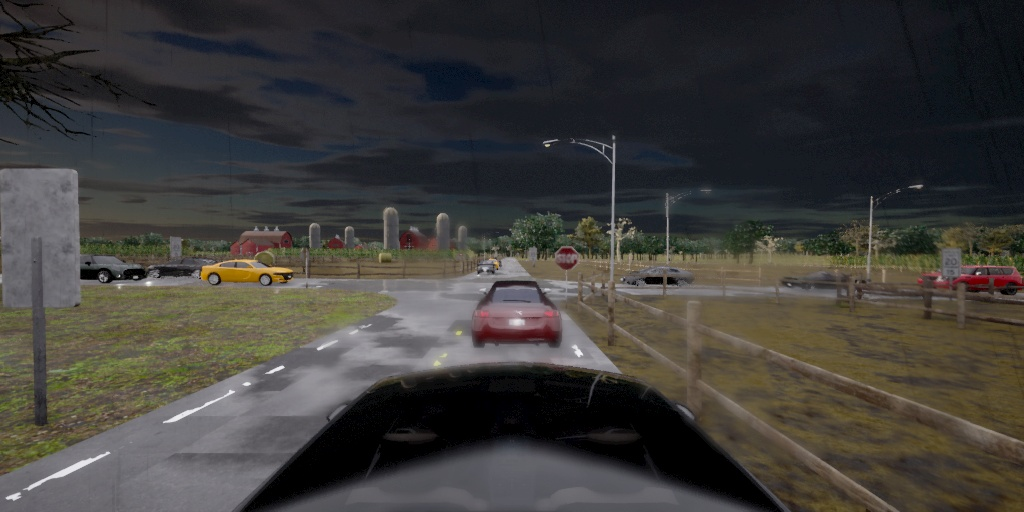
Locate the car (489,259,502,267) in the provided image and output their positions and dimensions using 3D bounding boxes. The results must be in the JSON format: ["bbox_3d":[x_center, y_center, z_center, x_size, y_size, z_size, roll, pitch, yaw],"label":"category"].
[{"bbox_3d":[-2.815,1.240,63.117,1.994,1.385,4.181,0,0,1],"label":"car"}]

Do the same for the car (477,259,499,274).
[{"bbox_3d":[-2.814,1.210,39.880,2.128,1.511,4.902,0,0,-1],"label":"car"}]

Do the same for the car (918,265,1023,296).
[{"bbox_3d":[32.563,1.665,25.511,5.566,2.045,2.150,1,1,0],"label":"car"}]

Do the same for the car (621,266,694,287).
[{"bbox_3d":[10.244,1.435,25.390,4.902,1.511,2.128,1,1,0],"label":"car"}]

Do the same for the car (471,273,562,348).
[{"bbox_3d":[0.098,1.311,9.250,1.994,1.385,4.181,0,0,0],"label":"car"}]

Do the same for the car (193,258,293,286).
[{"bbox_3d":[-16.329,0.979,22.283,5.008,1.535,1.882,1,1,0],"label":"car"}]

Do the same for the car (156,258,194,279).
[{"bbox_3d":[-22.730,0.855,25.175,4.892,1.490,1.837,1,1,0],"label":"car"}]

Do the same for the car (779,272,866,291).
[{"bbox_3d":[21.940,1.794,25.462,4.718,1.301,1.895,1,1,0],"label":"car"}]

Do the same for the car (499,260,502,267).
[{"bbox_3d":[-2.845,1.179,50.234,1.882,1.535,5.008,0,0,0],"label":"car"}]

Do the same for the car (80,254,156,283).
[{"bbox_3d":[-25.575,0.702,22.229,4.553,1.767,2.097,1,1,0],"label":"car"}]
